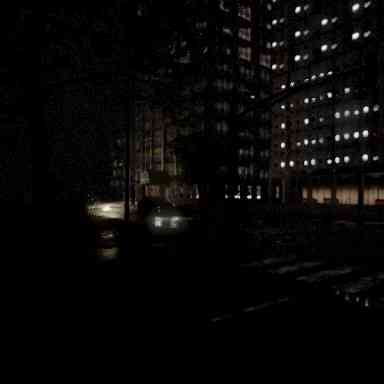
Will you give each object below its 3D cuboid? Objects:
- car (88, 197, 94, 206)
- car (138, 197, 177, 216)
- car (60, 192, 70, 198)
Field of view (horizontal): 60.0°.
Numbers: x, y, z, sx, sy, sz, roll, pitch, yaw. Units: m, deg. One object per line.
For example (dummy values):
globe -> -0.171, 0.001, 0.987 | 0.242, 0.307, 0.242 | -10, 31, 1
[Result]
car -> -16.441, 1.198, 50.599 | 2.097, 1.767, 4.553 | 1, 0, -33
car -> -3.261, 1.232, 30.778 | 2.097, 1.767, 4.553 | 1, 0, -34
car -> -31.344, 1.387, 84.648 | 2.128, 1.511, 4.902 | 1, 0, -34
